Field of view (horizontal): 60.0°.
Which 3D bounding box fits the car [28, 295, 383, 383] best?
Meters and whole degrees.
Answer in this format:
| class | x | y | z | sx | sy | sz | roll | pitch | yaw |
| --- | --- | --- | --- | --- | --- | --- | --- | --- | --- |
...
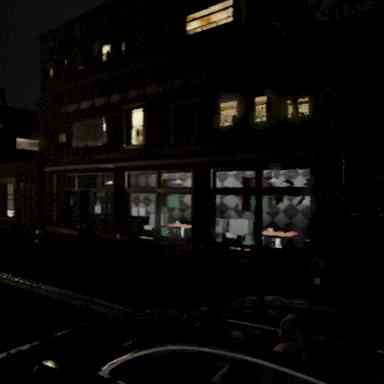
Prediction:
| class | x | y | z | sx | sy | sz | roll | pitch | yaw |
| --- | --- | --- | --- | --- | --- | --- | --- | --- | --- |
| car | 0.452 | 1.559 | 2.553 | 4.403 | 1.369 | 2.008 | -1 | 1 | 36 |
